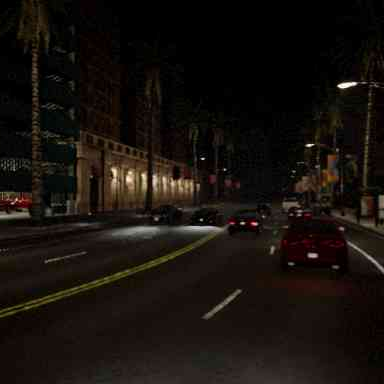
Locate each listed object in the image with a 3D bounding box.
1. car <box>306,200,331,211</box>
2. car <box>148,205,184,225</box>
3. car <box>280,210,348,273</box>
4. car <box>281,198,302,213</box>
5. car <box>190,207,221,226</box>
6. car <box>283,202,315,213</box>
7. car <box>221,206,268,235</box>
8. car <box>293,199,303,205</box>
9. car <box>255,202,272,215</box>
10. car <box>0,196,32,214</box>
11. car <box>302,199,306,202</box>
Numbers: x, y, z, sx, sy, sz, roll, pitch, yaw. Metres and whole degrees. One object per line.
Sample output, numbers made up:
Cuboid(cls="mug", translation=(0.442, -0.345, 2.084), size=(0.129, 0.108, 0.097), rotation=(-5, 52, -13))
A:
Cuboid(cls="car", translation=(14.694, 1.980, 38.071), size=(2.231, 1.521, 4.892), rotation=(0, -1, 15))
Cuboid(cls="car", translation=(-2.076, 1.834, 27.780), size=(2.128, 1.511, 4.902), rotation=(0, -1, 15))
Cuboid(cls="car", translation=(4.177, 1.629, 11.494), size=(1.882, 1.535, 5.008), rotation=(0, -1, 20))
Cuboid(cls="car", translation=(13.588, 1.817, 46.052), size=(2.150, 2.045, 5.566), rotation=(0, -1, 15))
Cuboid(cls="car", translation=(1.211, 1.897, 26.531), size=(1.994, 1.385, 4.181), rotation=(0, -1, 15))
Cuboid(cls="car", translation=(9.321, 1.928, 29.325), size=(2.033, 1.411, 5.357), rotation=(0, -1, 15))
Cuboid(cls="car", translation=(3.435, 1.811, 20.721), size=(2.033, 1.411, 5.357), rotation=(0, -1, 15))
Cuboid(cls="car", translation=(27.966, 2.649, 87.625), size=(2.161, 1.482, 4.786), rotation=(0, -1, 15))
Cuboid(cls="car", translation=(8.811, 2.019, 41.220), size=(2.128, 1.511, 4.902), rotation=(0, -1, 15))
Cuboid(cls="car", translation=(-20.973, 1.484, 39.631), size=(2.435, 2.045, 5.566), rotation=(0, -1, 15))
Cuboid(cls="car", translation=(22.127, 2.218, 66.489), size=(2.185, 1.767, 4.553), rotation=(0, -1, 15))
